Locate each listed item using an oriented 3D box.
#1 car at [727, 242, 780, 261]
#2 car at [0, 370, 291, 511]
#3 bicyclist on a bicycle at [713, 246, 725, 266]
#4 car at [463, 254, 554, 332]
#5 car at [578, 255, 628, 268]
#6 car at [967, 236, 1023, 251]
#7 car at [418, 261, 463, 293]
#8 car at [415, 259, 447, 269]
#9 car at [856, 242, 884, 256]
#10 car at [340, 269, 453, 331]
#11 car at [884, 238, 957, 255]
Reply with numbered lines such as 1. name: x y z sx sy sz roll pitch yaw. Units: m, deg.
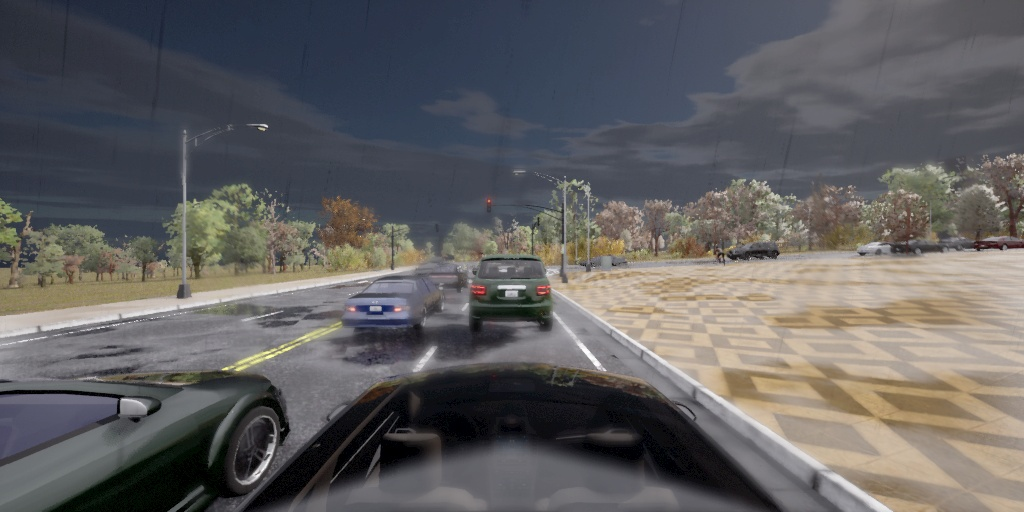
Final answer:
1. car: 28.085 -0.549 41.761 5.566 2.045 2.150 -2 0 -5
2. car: -3.173 1.314 1.827 1.994 1.385 4.181 0 0 0
3. bicyclist on a bicycle: 17.399 0.004 30.152 0.582 1.620 1.656 -2 0 -3
4. car: -0.063 0.977 11.047 2.150 2.045 5.566 0 0 -1
5. car: 10.282 0.587 40.714 5.357 1.411 2.033 -3 0 -3
6. car: 51.155 -1.315 37.393 5.008 1.535 1.882 -3 0 -7
7. car: -3.624 1.257 20.796 2.128 1.511 4.902 0 0 0
8. car: -6.578 1.283 29.042 1.837 1.490 4.892 -2 0 6
9. car: 40.574 -0.804 39.458 4.674 1.442 1.812 -3 0 -6
10. car: -3.311 1.303 11.049 2.033 1.411 5.357 0 0 -1
11. car: 41.236 -0.878 36.259 5.008 1.535 1.882 -3 0 -5
